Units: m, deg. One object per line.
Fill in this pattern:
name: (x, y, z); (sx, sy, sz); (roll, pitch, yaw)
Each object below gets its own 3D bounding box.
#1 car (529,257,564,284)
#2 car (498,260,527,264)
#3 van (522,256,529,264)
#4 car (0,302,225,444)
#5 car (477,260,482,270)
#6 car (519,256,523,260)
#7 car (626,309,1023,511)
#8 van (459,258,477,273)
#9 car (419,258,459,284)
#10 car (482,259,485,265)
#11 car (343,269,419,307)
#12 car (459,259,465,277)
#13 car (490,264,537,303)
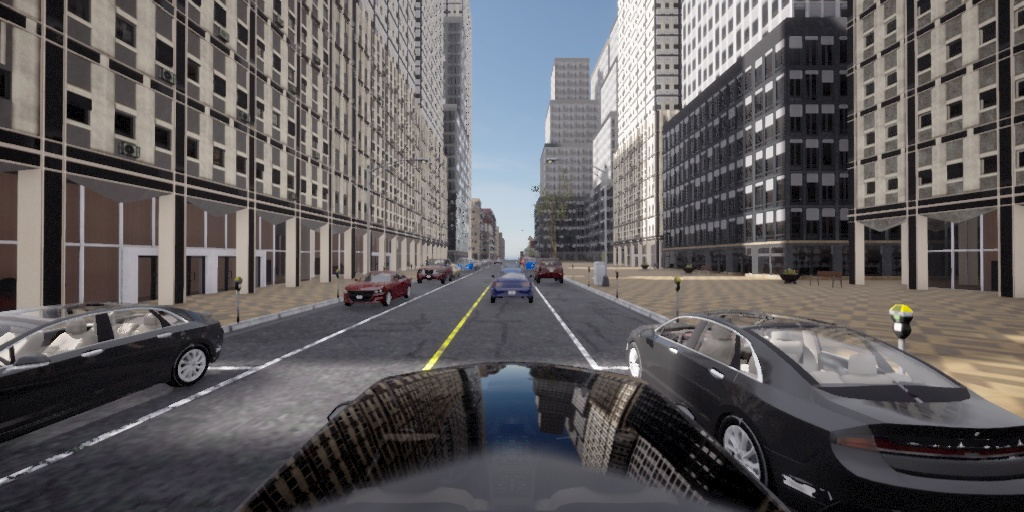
car: (2.695, 1.072, 26.958); (2.192, 1.841, 5.009); (0, 0, 0)
car: (0.000, 1.334, 31.500); (1.994, 1.385, 4.181); (0, 0, 0)
van: (2.698, 1.114, 49.713); (1.690, 1.789, 3.998); (0, 0, 0)
car: (-5.690, 1.299, 4.227); (2.007, 1.370, 4.403); (0, 0, 0)
car: (-5.690, 1.213, 49.739); (1.967, 1.591, 4.097); (0, 0, 0)
car: (2.700, 1.099, 61.092); (2.192, 1.841, 5.009); (0, 0, 0)
car: (2.690, 1.300, 4.202); (2.007, 1.370, 4.403); (0, 0, 0)
van: (-5.690, 1.109, 44.050); (1.690, 1.789, 3.998); (0, 0, 0)
car: (-5.690, 1.072, 26.984); (2.192, 1.841, 5.009); (0, 0, 0)
car: (-5.690, 1.303, 55.258); (1.751, 1.417, 4.829); (0, 0, 0)
car: (-5.690, 1.297, 15.606); (1.888, 1.381, 4.507); (0, 0, 0)
car: (-5.691, 1.286, 32.503); (1.751, 1.417, 4.829); (0, 0, 0)
car: (0.000, 1.287, 16.500); (1.812, 1.442, 4.674); (0, 0, 0)
